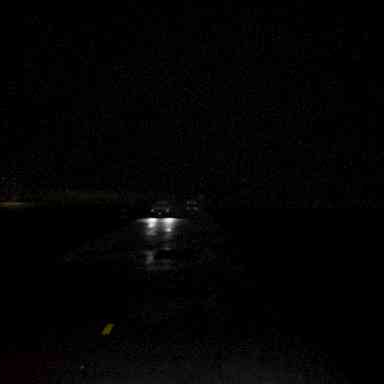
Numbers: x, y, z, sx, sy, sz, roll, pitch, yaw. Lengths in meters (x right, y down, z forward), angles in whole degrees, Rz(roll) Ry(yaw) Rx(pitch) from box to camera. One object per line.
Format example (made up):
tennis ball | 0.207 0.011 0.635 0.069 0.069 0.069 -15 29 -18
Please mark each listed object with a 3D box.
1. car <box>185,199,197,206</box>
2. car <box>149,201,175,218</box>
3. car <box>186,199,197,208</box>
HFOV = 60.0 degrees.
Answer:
car | -0.149 2.174 68.780 1.837 1.490 4.892 0 -1 9
car | -2.783 1.606 31.127 1.812 1.442 4.674 0 -1 0
car | -0.020 2.054 58.640 1.812 1.442 4.674 0 -1 0
